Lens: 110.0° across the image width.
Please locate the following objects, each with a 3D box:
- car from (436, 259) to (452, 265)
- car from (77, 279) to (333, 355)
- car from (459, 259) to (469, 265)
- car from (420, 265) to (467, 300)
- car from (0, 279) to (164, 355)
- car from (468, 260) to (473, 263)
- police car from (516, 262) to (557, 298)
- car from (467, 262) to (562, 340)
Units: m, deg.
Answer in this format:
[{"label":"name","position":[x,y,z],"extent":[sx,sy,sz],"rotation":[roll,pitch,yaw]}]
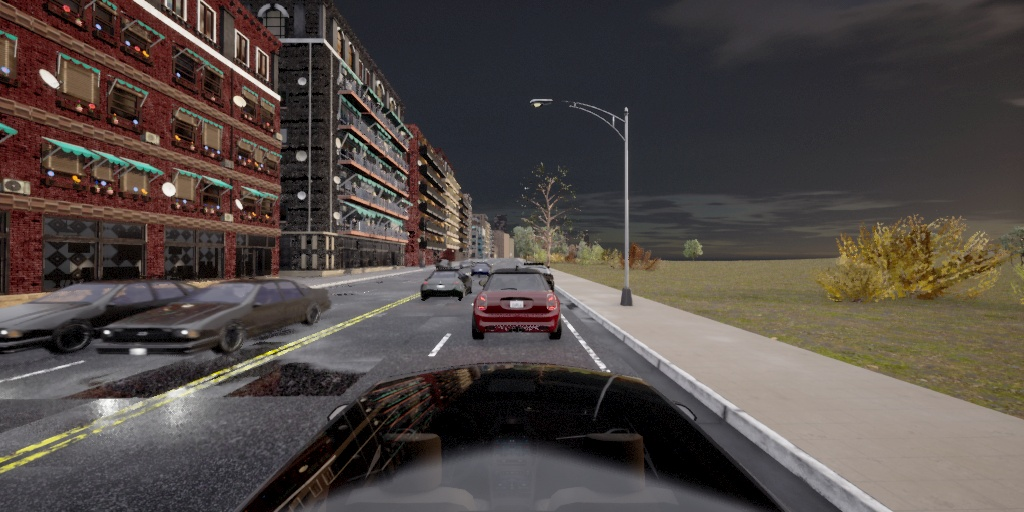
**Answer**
[{"label":"car","position":[-9.731,1.255,51.345],"extent":[1.837,1.490,4.892],"rotation":[0,0,0]},{"label":"car","position":[-6.586,1.298,8.980],"extent":[2.033,1.411,5.357],"rotation":[0,0,0]},{"label":"car","position":[-6.481,1.242,51.596],"extent":[2.128,1.511,4.902],"rotation":[0,0,0]},{"label":"car","position":[-3.115,1.316,17.694],"extent":[1.994,1.385,4.181],"rotation":[0,0,0]},{"label":"car","position":[-9.836,1.298,8.976],"extent":[2.033,1.411,5.357],"rotation":[0,0,0]},{"label":"car","position":[-3.070,1.316,37.169],"extent":[1.994,1.385,4.181],"rotation":[0,0,0]},{"label":"police car","position":[1.177,1.177,19.666],"extent":[1.930,1.638,5.238],"rotation":[0,0,0]},{"label":"car","position":[0.114,1.103,10.170],"extent":[2.097,1.767,4.553],"rotation":[0,0,0]}]
